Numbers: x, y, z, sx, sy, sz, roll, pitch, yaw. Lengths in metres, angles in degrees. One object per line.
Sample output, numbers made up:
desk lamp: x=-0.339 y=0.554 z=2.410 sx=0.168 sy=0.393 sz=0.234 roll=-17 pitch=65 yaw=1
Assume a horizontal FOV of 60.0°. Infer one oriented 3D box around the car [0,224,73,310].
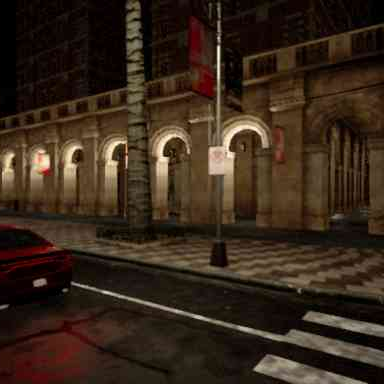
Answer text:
car: x=-4.720 y=1.451 z=7.358 sx=5.008 sy=1.535 sz=1.882 roll=0 pitch=0 yaw=35
